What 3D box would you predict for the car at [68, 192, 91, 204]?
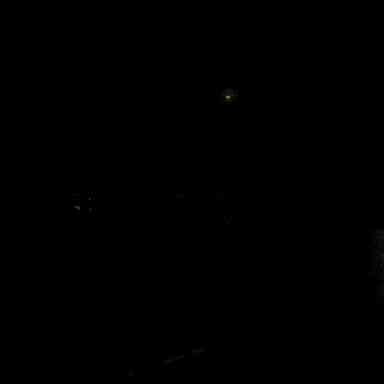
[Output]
[{"bbox_3d":[-14.985,0.770,44.302,1.882,1.535,5.008,-1,2,-36],"label":"car"}]
